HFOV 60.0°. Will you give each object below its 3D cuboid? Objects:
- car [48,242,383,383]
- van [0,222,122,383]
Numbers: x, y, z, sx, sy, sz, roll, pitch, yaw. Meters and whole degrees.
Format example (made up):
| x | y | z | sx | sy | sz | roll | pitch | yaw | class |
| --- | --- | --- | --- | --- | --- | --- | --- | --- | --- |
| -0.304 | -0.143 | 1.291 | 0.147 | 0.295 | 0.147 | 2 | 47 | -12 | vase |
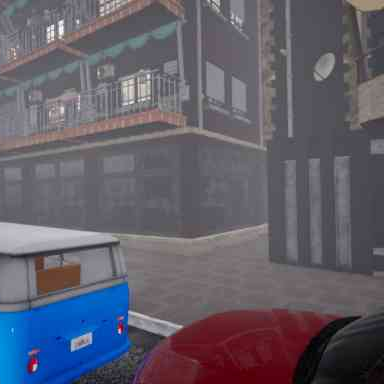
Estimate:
| x | y | z | sx | sy | sz | roll | pitch | yaw | class |
| --- | --- | --- | --- | --- | --- | --- | --- | --- | --- |
| 1.850 | 1.315 | 1.395 | 5.009 | 1.841 | 2.192 | 0 | -1 | 35 | car |
| -2.671 | 1.343 | 4.581 | 3.998 | 1.788 | 1.690 | 0 | -1 | 35 | van |
